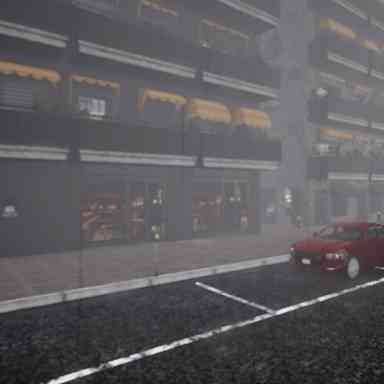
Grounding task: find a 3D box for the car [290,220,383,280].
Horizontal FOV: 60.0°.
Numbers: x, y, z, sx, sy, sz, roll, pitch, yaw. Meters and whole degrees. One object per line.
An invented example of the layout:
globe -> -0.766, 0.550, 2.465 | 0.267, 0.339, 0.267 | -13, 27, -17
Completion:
car -> 4.819, 1.578, 10.007 | 4.507, 1.381, 1.887 | 0, -1, -35
